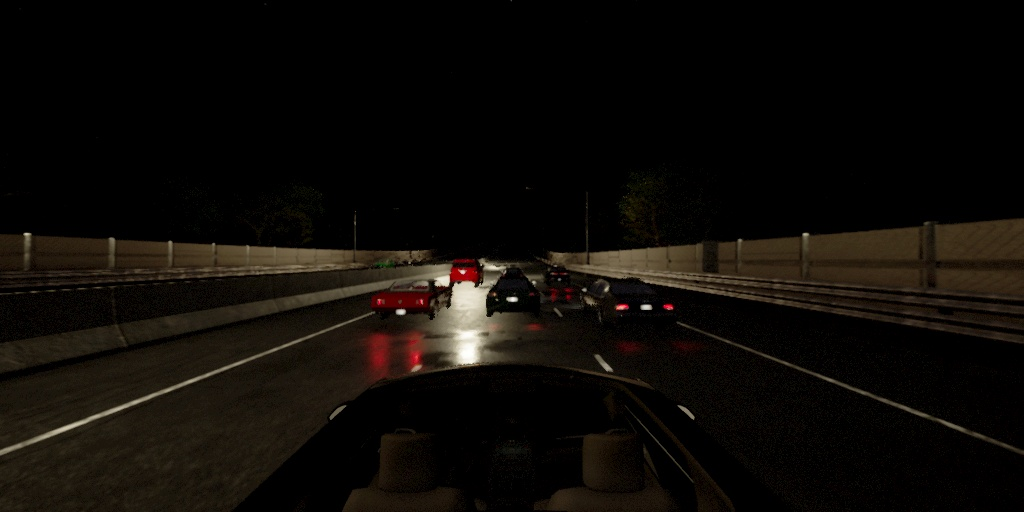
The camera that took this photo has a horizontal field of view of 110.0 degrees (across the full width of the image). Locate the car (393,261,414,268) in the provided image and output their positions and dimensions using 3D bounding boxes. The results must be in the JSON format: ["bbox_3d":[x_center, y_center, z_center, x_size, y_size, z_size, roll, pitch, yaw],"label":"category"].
[{"bbox_3d":[-17.523,1.884,59.093,1.837,1.490,4.892,0,0,1],"label":"car"}]

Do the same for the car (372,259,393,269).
[{"bbox_3d":[-21.012,1.600,59.006,2.150,2.045,5.566,0,0,1],"label":"car"}]

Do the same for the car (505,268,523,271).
[{"bbox_3d":[0.060,1.652,29.356,1.994,1.385,4.181,0,-1,1],"label":"car"}]

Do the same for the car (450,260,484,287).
[{"bbox_3d":[-3.453,1.293,27.935,2.150,2.045,5.566,0,0,0],"label":"car"}]

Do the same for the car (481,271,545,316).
[{"bbox_3d":[0.053,1.469,14.205,1.994,1.385,4.181,0,-1,1],"label":"car"}]

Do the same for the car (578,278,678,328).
[{"bbox_3d":[3.531,1.424,11.893,2.033,1.411,5.357,0,-1,1],"label":"car"}]

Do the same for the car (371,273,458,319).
[{"bbox_3d":[-3.454,1.496,13.442,1.895,1.301,4.718,0,-1,1],"label":"car"}]

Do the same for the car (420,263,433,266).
[{"bbox_3d":[-14.026,1.856,59.094,1.882,1.535,5.008,0,0,1],"label":"car"}]

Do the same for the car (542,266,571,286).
[{"bbox_3d":[3.556,1.575,29.032,2.128,1.511,4.902,0,-1,0],"label":"car"}]
